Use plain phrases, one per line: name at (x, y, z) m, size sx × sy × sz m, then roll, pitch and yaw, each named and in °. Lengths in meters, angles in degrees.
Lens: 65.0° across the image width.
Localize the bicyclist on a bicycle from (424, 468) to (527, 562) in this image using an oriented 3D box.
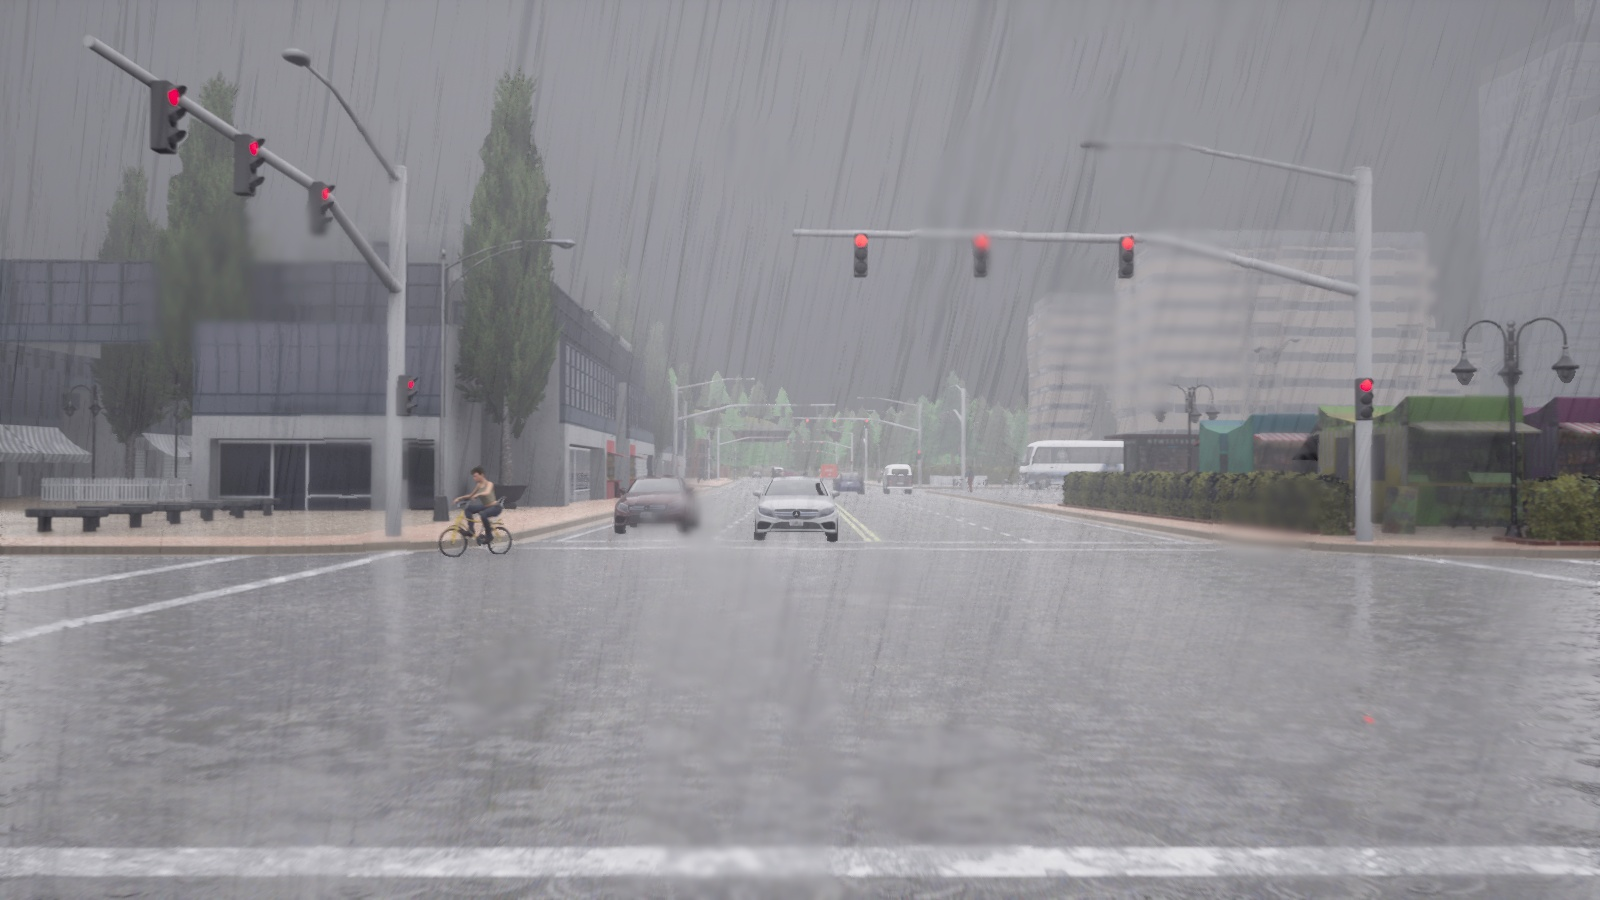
bicyclist on a bicycle at (-5.812, 1.152, 22.536) m, size 0.866 × 1.612 × 1.509 m, roll -5°, pitch -4°, yaw 43°

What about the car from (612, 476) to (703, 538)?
car at (-3.579, 1.394, 32.225) m, size 1.812 × 1.442 × 4.674 m, roll 0°, pitch -1°, yaw 0°

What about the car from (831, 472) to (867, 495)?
car at (3.275, 2.210, 84.142) m, size 2.163 × 1.488 × 4.792 m, roll 0°, pitch -1°, yaw -1°

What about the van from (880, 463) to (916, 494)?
van at (6.740, 1.964, 86.822) m, size 2.069 × 2.038 × 4.480 m, roll 0°, pitch -1°, yaw -1°

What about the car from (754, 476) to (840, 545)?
car at (-0.071, 1.328, 29.086) m, size 1.812 × 1.442 × 4.674 m, roll 0°, pitch -1°, yaw 0°
